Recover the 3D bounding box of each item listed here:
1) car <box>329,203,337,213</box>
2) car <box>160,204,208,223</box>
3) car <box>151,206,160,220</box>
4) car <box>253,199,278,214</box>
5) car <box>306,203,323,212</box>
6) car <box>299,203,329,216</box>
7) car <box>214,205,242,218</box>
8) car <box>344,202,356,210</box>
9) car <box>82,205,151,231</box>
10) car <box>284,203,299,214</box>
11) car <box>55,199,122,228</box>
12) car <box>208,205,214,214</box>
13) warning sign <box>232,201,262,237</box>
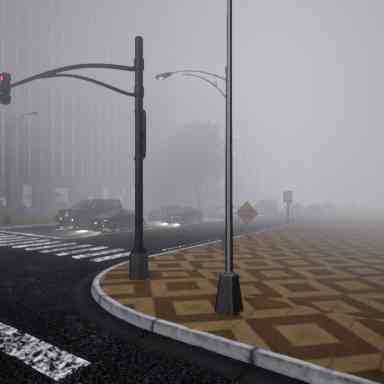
[{"bbox_3d":[21.757,2.537,53.031,1.837,1.490,4.892,0,-1,33],"label":"car"},{"bbox_3d":[-0.648,2.033,30.321,1.994,1.385,4.181,0,-1,32],"label":"car"},{"bbox_3d":[-2.451,2.001,33.520,1.837,1.490,4.892,0,-1,33],"label":"car"},{"bbox_3d":[10.650,2.064,47.846,2.150,2.045,5.566,0,-1,33],"label":"car"},{"bbox_3d":[21.530,2.634,58.520,1.812,1.442,4.674,0,-1,33],"label":"car"},{"bbox_3d":[16.469,2.406,44.693,2.033,1.411,5.357,0,-1,33],"label":"car"},{"bbox_3d":[4.809,2.251,38.816,1.895,1.301,4.718,0,-1,33],"label":"car"},{"bbox_3d":[31.409,2.770,65.976,1.801,1.575,5.366,0,-1,33],"label":"car"},{"bbox_3d":[-5.177,1.883,23.254,1.994,1.385,4.181,0,-1,32],"label":"car"},{"bbox_3d":[14.910,2.370,48.188,1.882,1.535,5.008,0,-1,33],"label":"car"},{"bbox_3d":[-7.627,1.547,25.450,2.150,2.045,5.566,0,-1,33],"label":"car"},{"bbox_3d":[3.022,2.279,42.043,1.895,1.301,4.718,0,-1,32],"label":"car"},{"bbox_3d":[3.069,1.454,18.572,1.300,1.860,1.060,1,1,33],"label":"warning sign"}]
